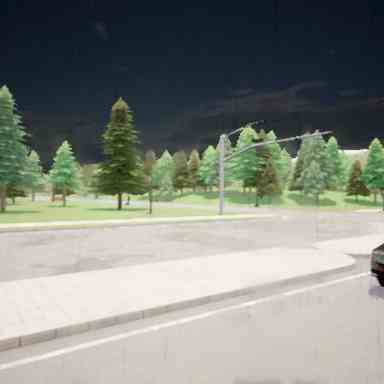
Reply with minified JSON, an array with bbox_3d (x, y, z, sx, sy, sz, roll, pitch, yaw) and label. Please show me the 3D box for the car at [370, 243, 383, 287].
[{"bbox_3d":[6.393,1.610,8.343,4.902,1.511,2.128,1,0,-35],"label":"car"}]
